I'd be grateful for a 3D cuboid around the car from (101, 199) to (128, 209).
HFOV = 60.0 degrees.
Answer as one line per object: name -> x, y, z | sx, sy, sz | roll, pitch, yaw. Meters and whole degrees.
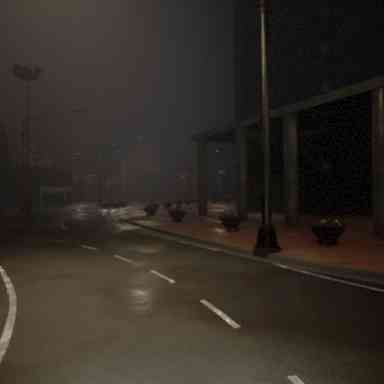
car -> -10.858, 1.637, 47.215 | 2.033, 1.411, 5.357 | -1, 0, 11
